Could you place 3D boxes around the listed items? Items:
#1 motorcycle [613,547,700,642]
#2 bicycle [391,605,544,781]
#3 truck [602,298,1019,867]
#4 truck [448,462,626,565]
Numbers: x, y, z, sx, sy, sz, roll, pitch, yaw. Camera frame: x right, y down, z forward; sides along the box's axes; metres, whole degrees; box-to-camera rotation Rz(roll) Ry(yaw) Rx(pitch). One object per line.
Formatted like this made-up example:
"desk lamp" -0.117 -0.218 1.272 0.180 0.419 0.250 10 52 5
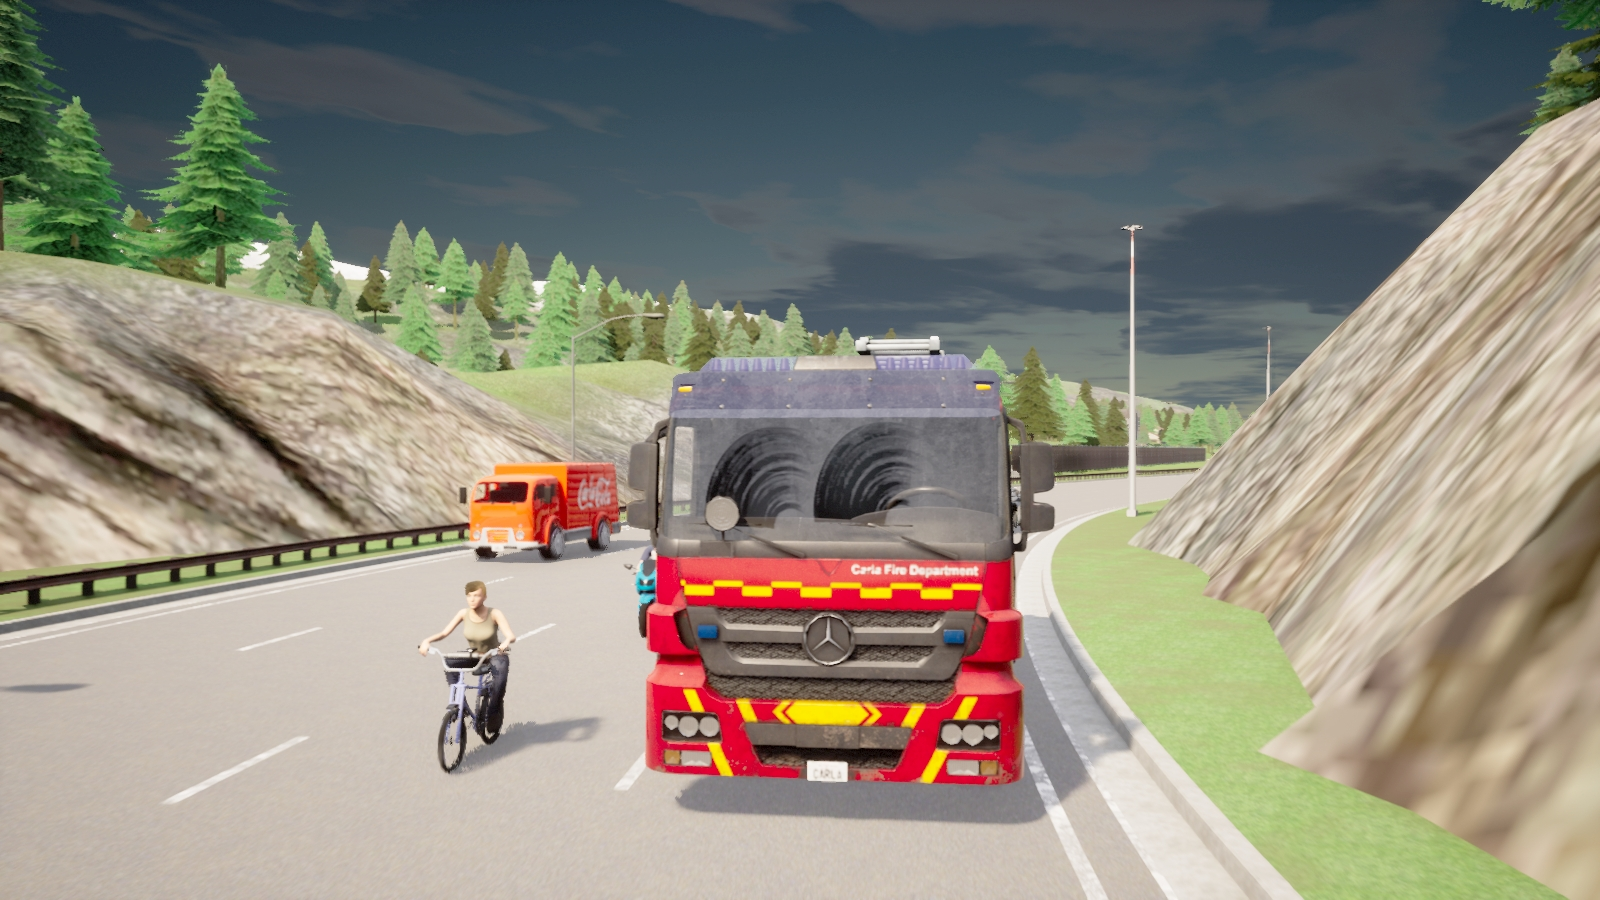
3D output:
"motorcycle" -2.181 2.186 17.652 0.803 1.199 2.033 0 0 8
"bicycle" -2.988 2.158 10.429 0.859 1.277 1.487 0 0 5
"truck" 0.561 0.891 12.064 2.891 3.827 8.468 0 0 7
"truck" -6.852 1.570 30.523 2.627 2.467 5.204 0 0 12
